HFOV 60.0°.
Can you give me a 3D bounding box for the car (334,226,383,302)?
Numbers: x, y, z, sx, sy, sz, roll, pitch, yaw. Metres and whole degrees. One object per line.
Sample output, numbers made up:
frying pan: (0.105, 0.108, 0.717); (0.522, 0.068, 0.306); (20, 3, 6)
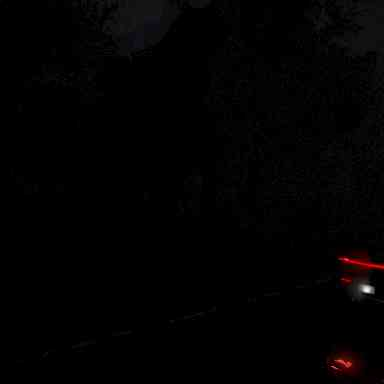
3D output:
car: (5.126, 1.503, 7.441); (4.892, 1.490, 1.837); (0, 0, -36)
